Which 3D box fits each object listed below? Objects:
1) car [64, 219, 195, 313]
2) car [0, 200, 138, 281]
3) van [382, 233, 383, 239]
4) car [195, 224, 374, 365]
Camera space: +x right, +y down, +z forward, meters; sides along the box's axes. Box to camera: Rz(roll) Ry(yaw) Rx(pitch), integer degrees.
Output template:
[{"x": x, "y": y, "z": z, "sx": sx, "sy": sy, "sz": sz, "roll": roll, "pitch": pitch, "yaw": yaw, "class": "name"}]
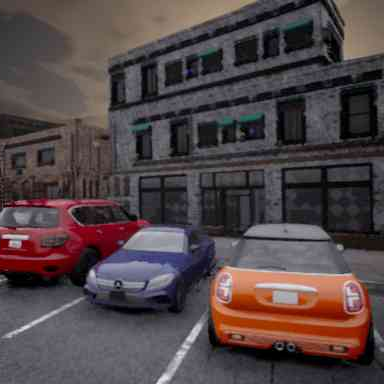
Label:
[{"x": -0.647, "y": 1.529, "z": 7.914, "sx": 2.002, "sy": 1.452, "sz": 4.674, "roll": 0, "pitch": -1, "yaw": 16, "class": "car"}, {"x": -3.032, "y": 1.241, "z": 9.649, "sx": 2.435, "sy": 2.045, "sz": 5.566, "roll": 0, "pitch": -1, "yaw": 16, "class": "car"}, {"x": 4.155, "y": 1.262, "z": 4.623, "sx": 1.878, "sy": 1.987, "sz": 4.442, "roll": 0, "pitch": -1, "yaw": 16, "class": "van"}, {"x": 1.728, "y": 1.359, "z": 6.184, "sx": 2.185, "sy": 1.767, "sz": 4.553, "roll": 0, "pitch": -1, "yaw": 15, "class": "car"}]
